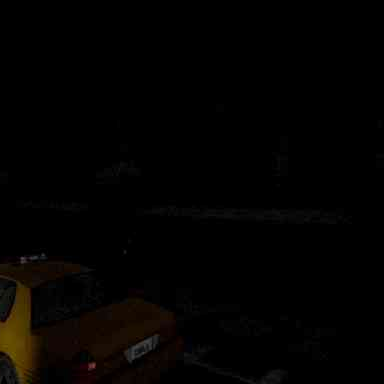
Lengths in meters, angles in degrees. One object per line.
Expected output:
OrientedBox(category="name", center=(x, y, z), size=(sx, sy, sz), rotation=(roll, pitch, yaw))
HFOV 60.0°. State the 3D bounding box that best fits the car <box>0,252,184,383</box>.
OrientedBox(category="car", center=(-2.375, 1.525, 4.660), size=(4.829, 1.417, 1.752), rotation=(0, 0, 36))
